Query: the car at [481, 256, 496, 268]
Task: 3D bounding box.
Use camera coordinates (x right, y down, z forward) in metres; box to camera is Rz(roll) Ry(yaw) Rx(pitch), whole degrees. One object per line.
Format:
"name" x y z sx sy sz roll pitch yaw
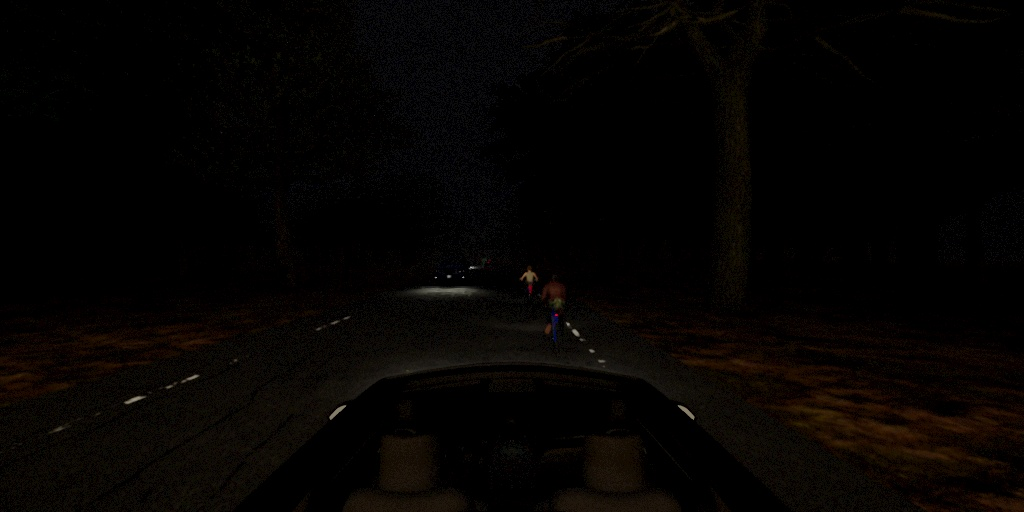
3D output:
"car" -3.884 1.251 62.857 2.128 1.511 4.902 0 0 -7

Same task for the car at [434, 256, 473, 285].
"car" -4.333 1.008 26.629 2.150 2.045 5.566 0 0 -3

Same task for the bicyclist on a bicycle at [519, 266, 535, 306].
"bicyclist on a bicycle" 0.728 1.205 14.990 0.866 1.612 1.509 0 0 -2

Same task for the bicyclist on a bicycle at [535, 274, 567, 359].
"bicyclist on a bicycle" 0.897 1.212 7.540 0.582 1.620 1.656 0 0 -1
